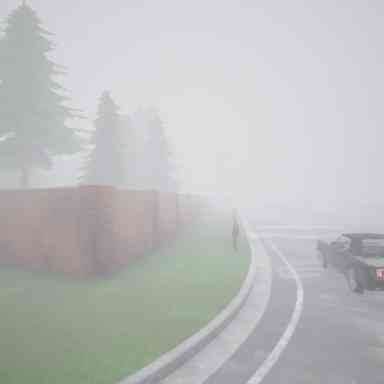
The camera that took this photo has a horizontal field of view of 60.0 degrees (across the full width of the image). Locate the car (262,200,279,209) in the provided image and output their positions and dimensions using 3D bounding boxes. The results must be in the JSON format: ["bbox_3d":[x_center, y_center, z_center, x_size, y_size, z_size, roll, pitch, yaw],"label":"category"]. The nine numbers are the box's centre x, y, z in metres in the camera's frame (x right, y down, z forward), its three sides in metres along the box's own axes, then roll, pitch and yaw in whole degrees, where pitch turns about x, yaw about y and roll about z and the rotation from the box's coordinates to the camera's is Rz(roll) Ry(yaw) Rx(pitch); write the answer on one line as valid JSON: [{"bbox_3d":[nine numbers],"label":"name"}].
[{"bbox_3d":[15.929,2.830,68.085,1.882,1.535,5.008,0,-1,7],"label":"car"}]

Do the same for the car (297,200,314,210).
[{"bbox_3d":[22.800,2.533,66.624,2.150,2.045,5.566,0,-1,7],"label":"car"}]

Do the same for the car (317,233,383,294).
[{"bbox_3d":[4.878,1.781,9.144,1.895,1.301,4.718,0,-1,7],"label":"car"}]

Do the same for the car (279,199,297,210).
[{"bbox_3d":[19.395,2.690,67.603,2.097,1.767,4.553,0,-1,7],"label":"car"}]

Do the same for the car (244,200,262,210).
[{"bbox_3d":[12.281,2.563,67.113,2.150,2.045,5.566,0,-1,7],"label":"car"}]

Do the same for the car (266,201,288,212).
[{"bbox_3d":[14.695,2.691,57.672,2.033,1.411,5.357,0,-1,6],"label":"car"}]

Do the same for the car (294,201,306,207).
[{"bbox_3d":[29.297,3.306,90.620,2.128,1.511,4.902,0,-1,7],"label":"car"}]
